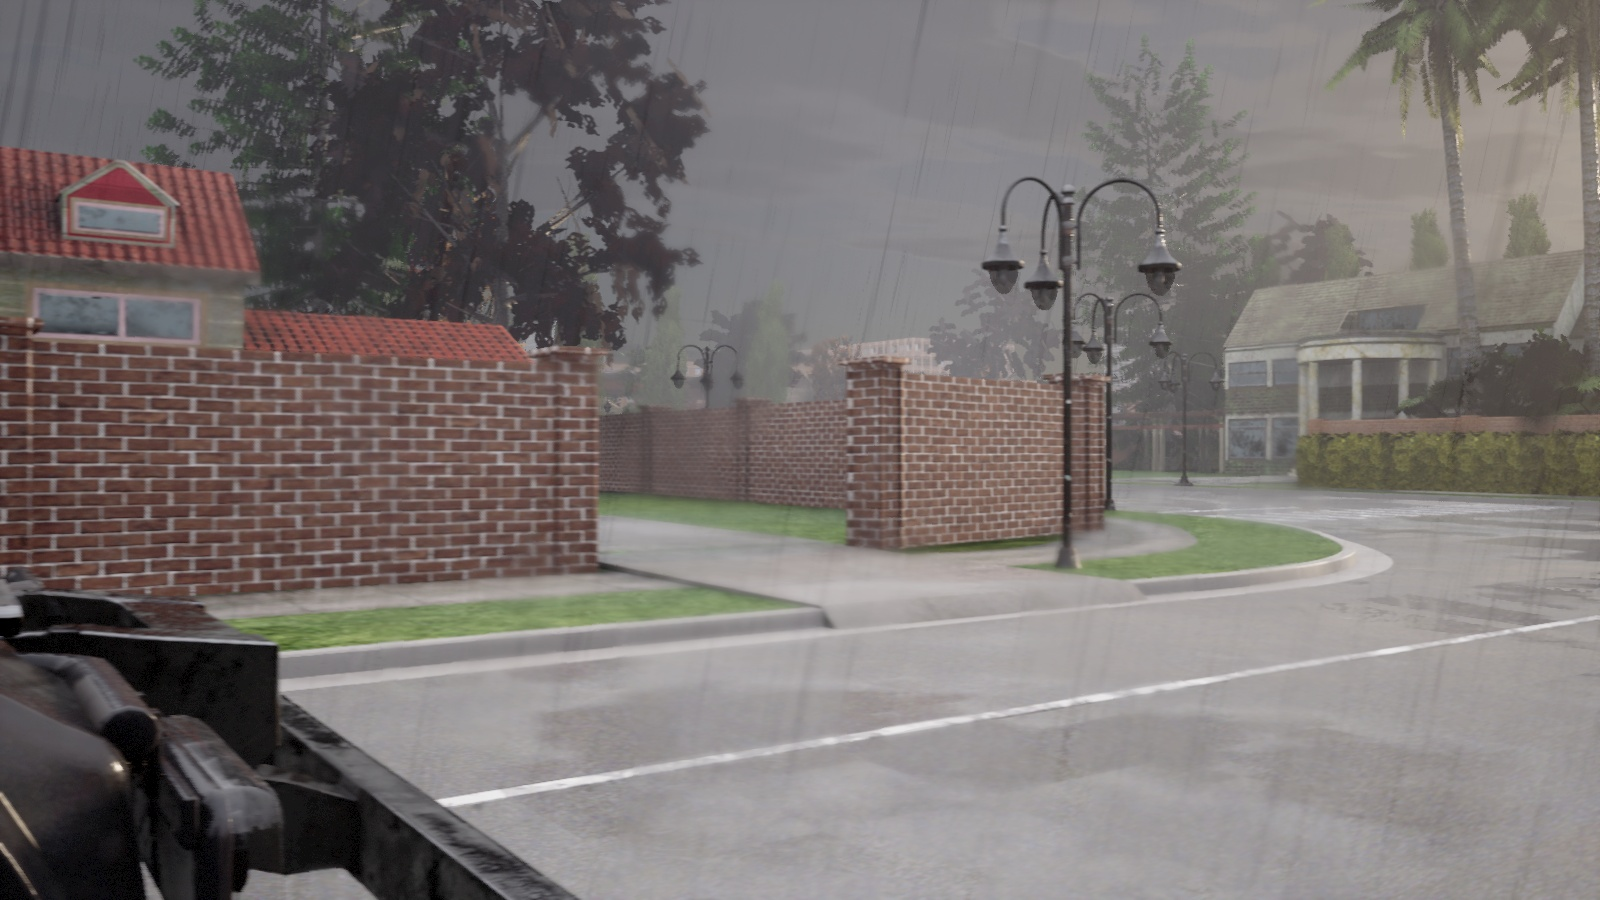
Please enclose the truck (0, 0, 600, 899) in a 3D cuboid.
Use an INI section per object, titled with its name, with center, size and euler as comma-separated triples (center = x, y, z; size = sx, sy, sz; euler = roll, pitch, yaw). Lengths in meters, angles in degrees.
[truck]
center = -4.356, -0.226, 0.630
size = 7.936, 3.462, 2.891
euler = 0, 0, -35
